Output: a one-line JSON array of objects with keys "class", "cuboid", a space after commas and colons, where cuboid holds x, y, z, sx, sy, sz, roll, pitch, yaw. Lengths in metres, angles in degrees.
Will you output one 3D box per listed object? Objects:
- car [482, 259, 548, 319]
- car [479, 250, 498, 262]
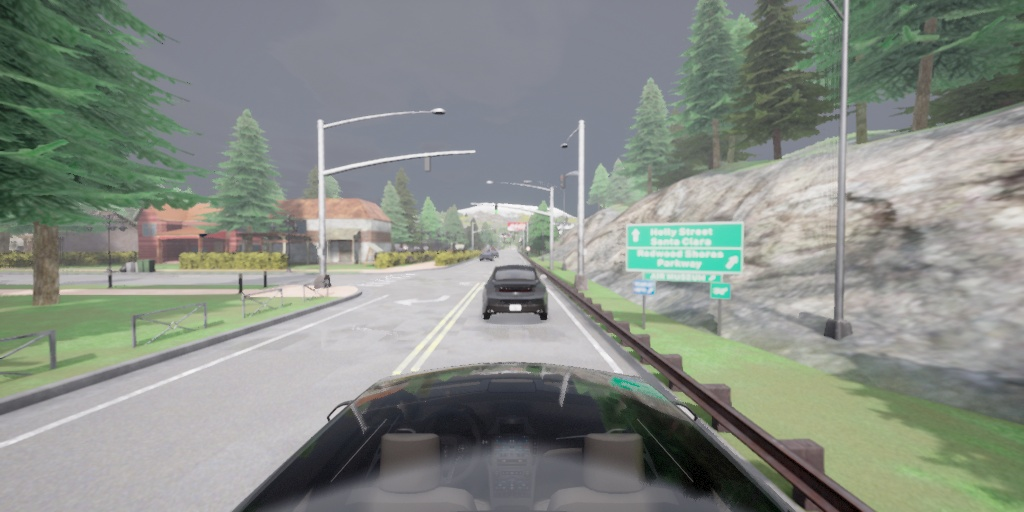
[{"class": "car", "cuboid": [0.094, 1.010, 11.583, 1.837, 1.490, 4.892, 0, 2, 0]}, {"class": "car", "cuboid": [-3.552, 0.077, 50.778, 2.033, 1.411, 5.357, 0, 1, 0]}]
